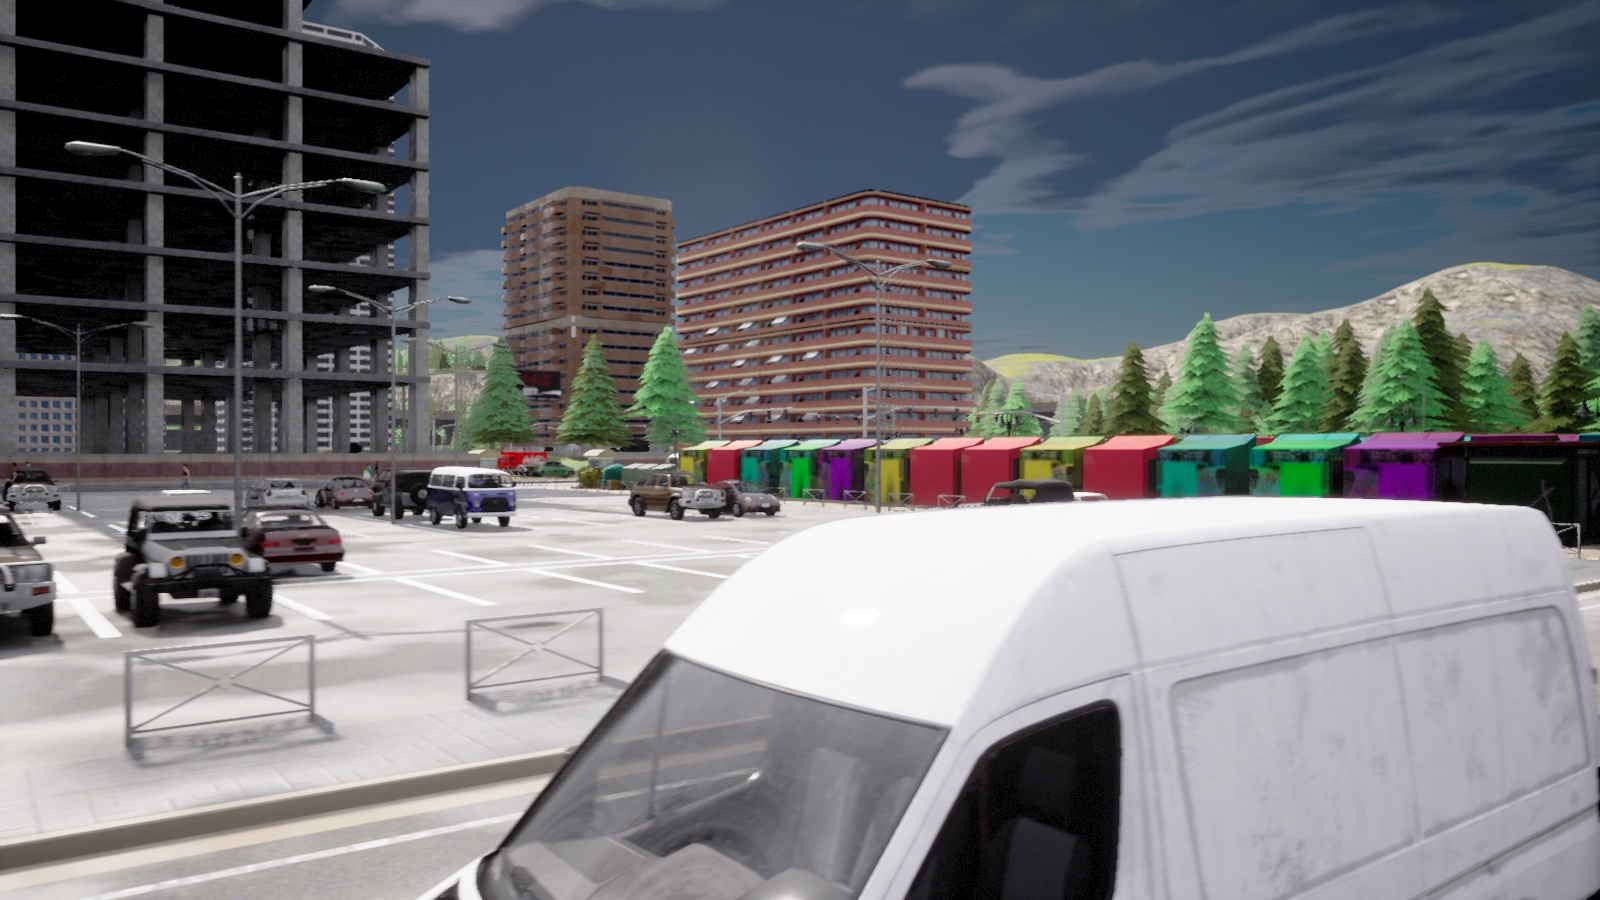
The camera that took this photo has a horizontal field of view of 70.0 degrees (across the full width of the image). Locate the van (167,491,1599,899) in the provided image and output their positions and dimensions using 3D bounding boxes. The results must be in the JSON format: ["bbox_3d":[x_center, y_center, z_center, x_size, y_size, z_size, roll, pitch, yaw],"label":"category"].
[{"bbox_3d":[0.981,1.534,4.536,5.915,2.561,1.988,0,0,-36],"label":"van"}]

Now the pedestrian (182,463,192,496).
[{"bbox_3d":[-34.231,1.652,63.800,0.375,1.860,0.375,0,0,-40],"label":"pedestrian"}]

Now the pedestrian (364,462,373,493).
[{"bbox_3d":[-26.230,1.649,69.475,0.375,1.860,0.375,0,0,-40],"label":"pedestrian"}]
